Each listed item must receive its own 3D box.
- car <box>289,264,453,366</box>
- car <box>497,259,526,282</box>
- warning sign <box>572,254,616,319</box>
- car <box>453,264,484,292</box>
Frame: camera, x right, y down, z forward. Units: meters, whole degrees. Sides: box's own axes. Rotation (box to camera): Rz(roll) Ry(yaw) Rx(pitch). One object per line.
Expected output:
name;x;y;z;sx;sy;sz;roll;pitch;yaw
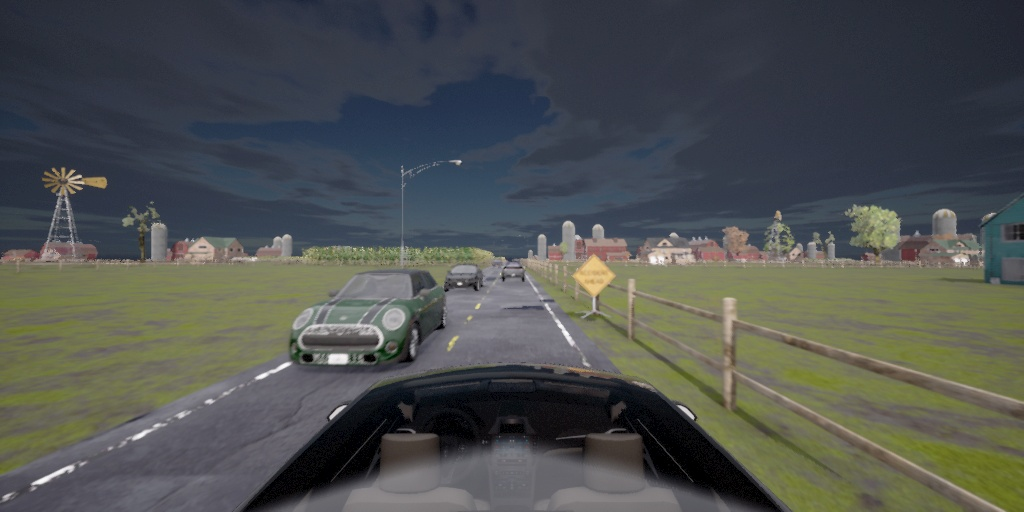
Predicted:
car;-2.836;1.097;8.112;2.097;1.767;4.553;0;0;0
car;0.120;1.260;29.682;2.128;1.511;4.902;0;0;1
warning sign;2.466;0.870;10.789;1.300;1.860;1.060;0;0;0
car;-2.788;1.229;21.737;1.882;1.535;5.008;0;0;0
